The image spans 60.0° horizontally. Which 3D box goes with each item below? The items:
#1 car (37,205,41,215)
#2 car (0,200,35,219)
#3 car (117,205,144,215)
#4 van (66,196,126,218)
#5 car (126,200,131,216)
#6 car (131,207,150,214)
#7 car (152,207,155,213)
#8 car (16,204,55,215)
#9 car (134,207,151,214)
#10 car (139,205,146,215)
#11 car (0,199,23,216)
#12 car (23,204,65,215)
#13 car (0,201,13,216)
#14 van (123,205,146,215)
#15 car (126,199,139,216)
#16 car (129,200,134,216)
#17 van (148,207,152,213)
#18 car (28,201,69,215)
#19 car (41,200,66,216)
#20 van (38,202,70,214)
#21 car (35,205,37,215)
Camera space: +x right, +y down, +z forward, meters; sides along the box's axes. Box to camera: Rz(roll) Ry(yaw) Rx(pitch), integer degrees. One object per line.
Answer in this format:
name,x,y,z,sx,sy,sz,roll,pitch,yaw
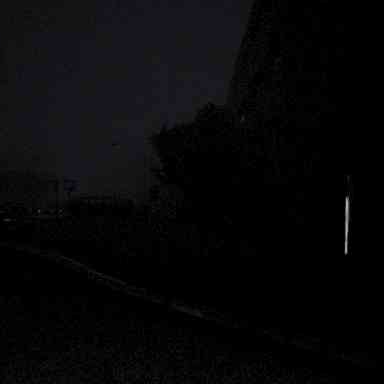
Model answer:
car,-22.208,2.371,45.086,4.674,1.452,2.002,1,-3,-5
car,-16.343,1.594,29.604,2.033,1.411,5.357,1,-2,-5
car,-11.110,3.234,60.135,4.553,1.767,2.185,1,-3,-5
van,-8.447,1.399,29.599,4.442,1.987,1.878,1,-3,-5
car,-8.764,1.774,32.355,4.792,1.488,2.163,1,-3,-5
car,-13.167,4.711,85.148,4.553,1.767,2.185,1,-3,-5
car,-13.336,4.750,87.941,5.566,2.045,2.435,1,-3,-5
car,-22.427,2.527,47.739,4.674,1.452,2.002,1,-3,-5
car,-13.791,5.204,93.491,4.553,1.767,2.185,1,-3,-5
car,-9.979,2.703,49.026,5.366,1.575,1.946,1,-3,-5
car,-21.483,1.706,36.642,4.553,1.767,2.185,1,-3,-5
car,-22.484,2.659,50.658,5.366,1.575,1.946,1,-3,-5
car,-21.292,1.672,33.855,5.008,1.535,2.097,1,-3,-5
van,-11.879,3.625,68.471,4.442,1.987,1.878,1,-3,-5
car,-9.274,1.795,37.906,5.566,2.045,2.435,1,-3,-5
car,-9.026,1.890,35.172,5.008,1.535,2.097,1,-3,-5
van,-12.561,4.285,79.607,4.442,1.987,1.878,1,-3,-5
car,-22.912,2.564,53.307,5.566,2.045,2.435,1,-3,-5
car,-17.497,2.056,43.913,2.150,2.045,5.566,1,-4,-4
van,-23.229,2.752,56.076,4.442,1.987,1.878,1,-3,-5
car,-21.939,1.997,39.520,5.366,1.575,1.946,1,-3,-5
